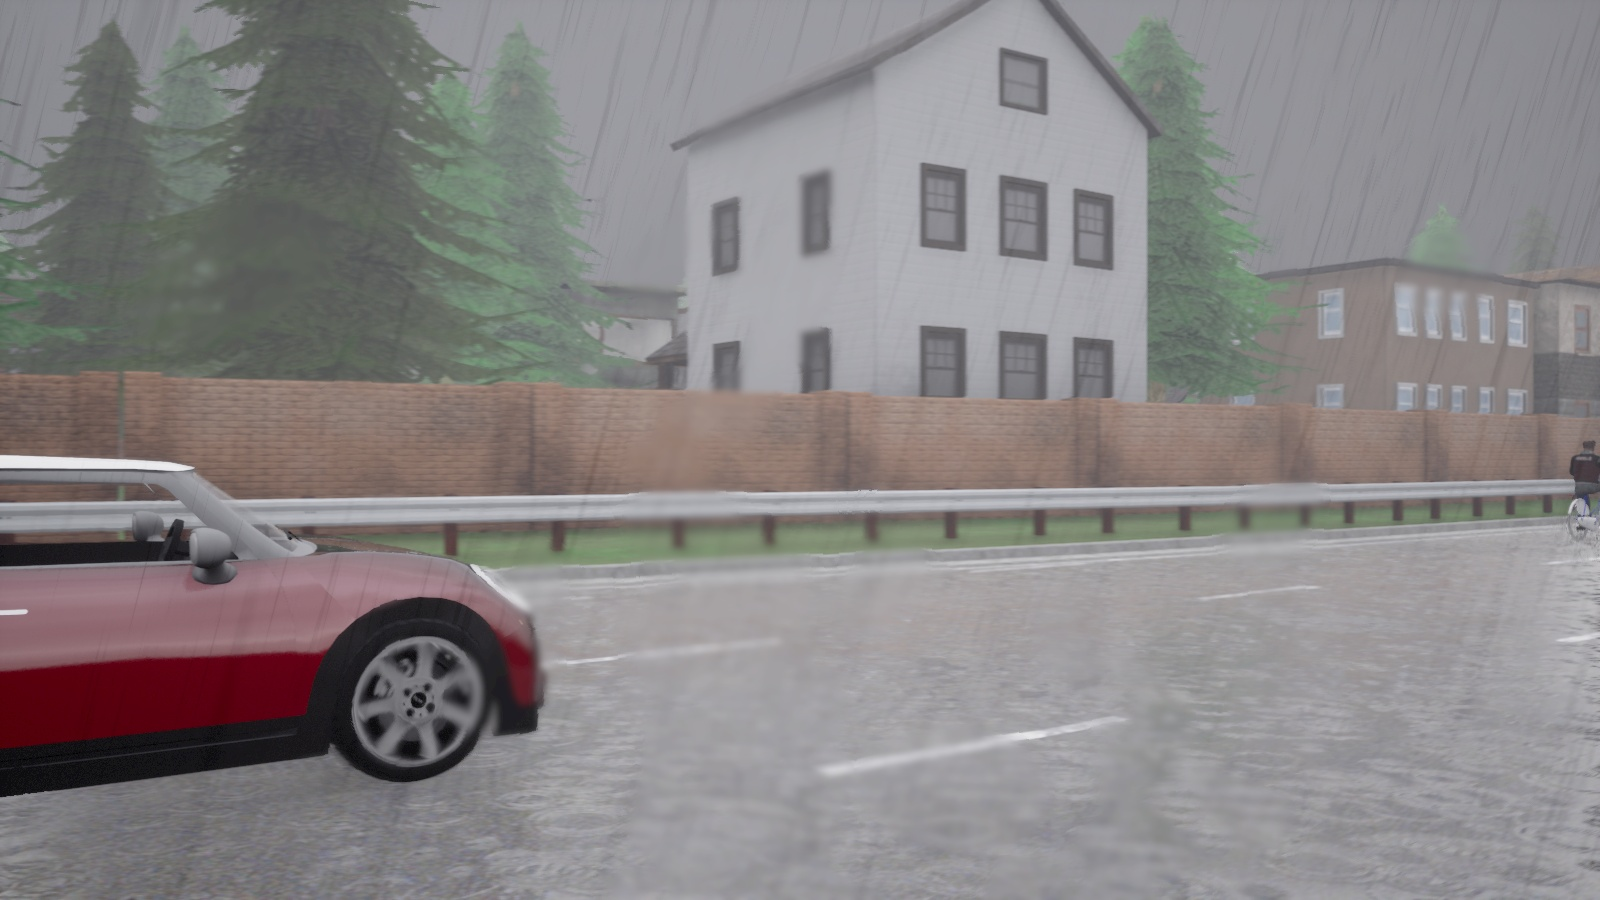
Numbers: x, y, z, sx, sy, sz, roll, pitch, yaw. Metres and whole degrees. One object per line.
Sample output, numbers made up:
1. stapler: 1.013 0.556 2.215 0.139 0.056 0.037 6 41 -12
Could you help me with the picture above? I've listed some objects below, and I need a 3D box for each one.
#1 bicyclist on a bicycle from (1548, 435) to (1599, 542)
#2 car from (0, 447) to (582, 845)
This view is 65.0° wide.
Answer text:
1. bicyclist on a bicycle: 13.777 0.640 21.778 1.843 1.776 0.659 0 0 -35
2. car: -3.167 0.731 5.719 3.806 1.475 1.970 0 0 -35
